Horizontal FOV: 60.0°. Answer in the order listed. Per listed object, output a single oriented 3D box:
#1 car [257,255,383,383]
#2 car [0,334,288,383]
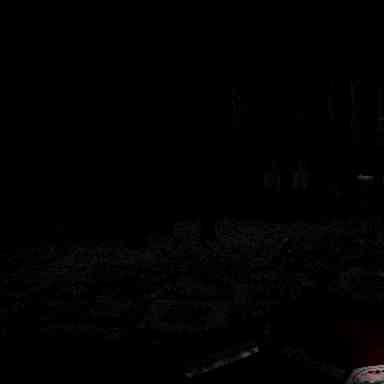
[{"bbox_3d":[2.753,1.571,4.462,4.206,1.307,1.802,0,0,-35],"label":"car"},{"bbox_3d":[-1.862,1.547,1.224,4.313,1.339,1.947,0,0,-35],"label":"car"}]
